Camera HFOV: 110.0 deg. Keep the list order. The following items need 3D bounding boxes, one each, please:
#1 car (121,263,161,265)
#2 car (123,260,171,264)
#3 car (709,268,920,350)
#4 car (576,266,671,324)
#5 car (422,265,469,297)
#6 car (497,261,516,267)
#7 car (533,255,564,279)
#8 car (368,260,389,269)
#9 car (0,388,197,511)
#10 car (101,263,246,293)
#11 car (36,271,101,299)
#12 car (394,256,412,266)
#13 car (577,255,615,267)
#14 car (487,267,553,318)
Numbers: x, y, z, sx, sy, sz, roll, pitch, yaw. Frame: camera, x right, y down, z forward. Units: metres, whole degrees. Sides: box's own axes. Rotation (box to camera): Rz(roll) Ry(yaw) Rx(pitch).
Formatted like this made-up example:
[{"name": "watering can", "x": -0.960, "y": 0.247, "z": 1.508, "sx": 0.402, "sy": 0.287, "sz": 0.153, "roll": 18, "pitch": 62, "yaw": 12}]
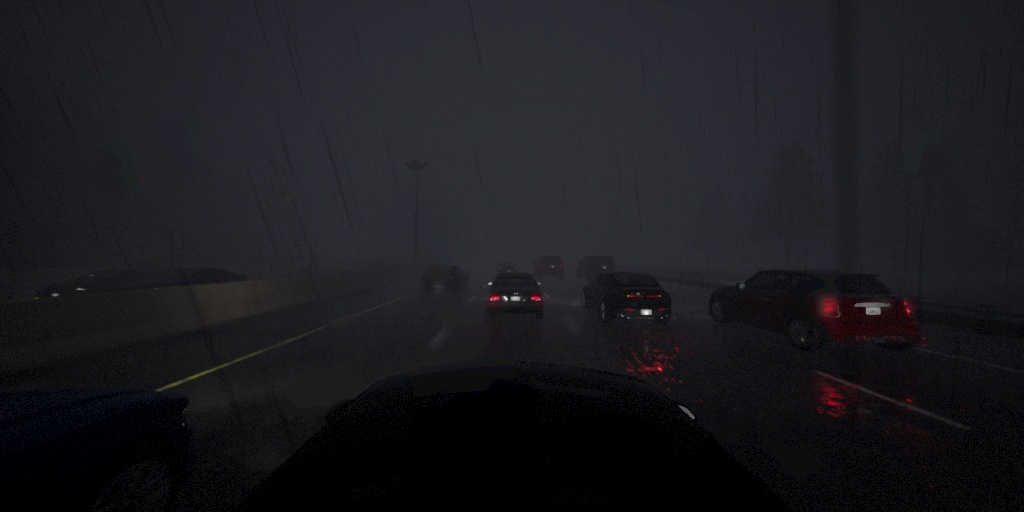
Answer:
[{"name": "car", "x": -21.149, "y": 1.314, "z": 21.028, "sx": 1.994, "sy": 1.385, "sz": 4.181, "roll": 0, "pitch": 0, "yaw": -1}, {"name": "car", "x": -24.689, "y": 1.101, "z": 23.690, "sx": 2.097, "sy": 1.767, "sz": 4.553, "roll": 0, "pitch": 0, "yaw": -1}, {"name": "car", "x": 7.100, "y": 1.102, "z": 9.186, "sx": 2.097, "sy": 1.767, "sz": 4.553, "roll": 0, "pitch": 0, "yaw": 0}, {"name": "car", "x": 3.597, "y": 1.255, "z": 12.018, "sx": 1.837, "sy": 1.490, "sz": 4.892, "roll": 0, "pitch": 0, "yaw": 0}, {"name": "car", "x": -3.408, "y": 1.241, "z": 19.032, "sx": 2.128, "sy": 1.511, "sz": 4.902, "roll": 0, "pitch": 0, "yaw": 0}, {"name": "car", "x": -0.522, "y": 1.275, "z": 36.424, "sx": 1.812, "sy": 1.442, "sz": 4.674, "roll": 0, "pitch": 0, "yaw": -4}, {"name": "car", "x": 3.246, "y": 0.971, "z": 32.583, "sx": 2.150, "sy": 2.045, "sz": 5.566, "roll": 0, "pitch": 0, "yaw": -3}, {"name": "car", "x": -20.965, "y": 1.296, "z": 57.480, "sx": 2.033, "sy": 1.411, "sz": 5.357, "roll": 0, "pitch": 0, "yaw": -10}, {"name": "car", "x": -3.401, "y": 1.228, "z": 0.726, "sx": 1.882, "sy": 1.535, "sz": 5.008, "roll": 0, "pitch": 0, "yaw": 0}, {"name": "car", "x": -14.116, "y": 1.227, "z": 15.730, "sx": 1.882, "sy": 1.535, "sz": 5.008, "roll": 0, "pitch": 0, "yaw": 0}, {"name": "car", "x": -17.620, "y": 1.314, "z": 15.817, "sx": 1.994, "sy": 1.385, "sz": 4.181, "roll": 0, "pitch": 0, "yaw": 0}, {"name": "car", "x": -17.463, "y": 0.970, "z": 57.689, "sx": 2.150, "sy": 2.045, "sz": 5.566, "roll": 0, "pitch": 0, "yaw": -10}, {"name": "car", "x": 6.882, "y": 0.971, "z": 29.763, "sx": 2.150, "sy": 2.045, "sz": 5.566, "roll": 0, "pitch": 0, "yaw": -2}, {"name": "car", "x": 0.100, "y": 1.297, "z": 13.021, "sx": 2.033, "sy": 1.411, "sz": 5.357, "roll": 0, "pitch": 0, "yaw": 0}]
